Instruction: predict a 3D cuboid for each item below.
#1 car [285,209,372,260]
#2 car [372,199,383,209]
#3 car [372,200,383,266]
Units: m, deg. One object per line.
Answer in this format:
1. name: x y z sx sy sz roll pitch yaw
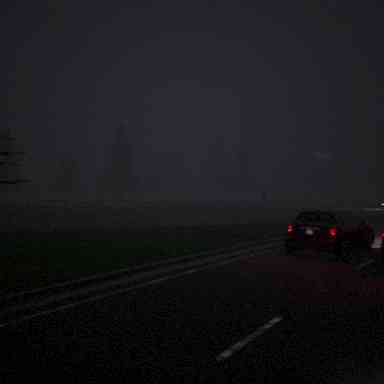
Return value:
1. car: 5.623 1.464 13.338 2.097 1.767 4.553 0 -1 43
2. car: 32.346 2.023 55.741 5.008 1.535 1.882 1 0 -36
3. car: 7.652 1.339 10.408 2.150 2.045 5.566 0 0 43
